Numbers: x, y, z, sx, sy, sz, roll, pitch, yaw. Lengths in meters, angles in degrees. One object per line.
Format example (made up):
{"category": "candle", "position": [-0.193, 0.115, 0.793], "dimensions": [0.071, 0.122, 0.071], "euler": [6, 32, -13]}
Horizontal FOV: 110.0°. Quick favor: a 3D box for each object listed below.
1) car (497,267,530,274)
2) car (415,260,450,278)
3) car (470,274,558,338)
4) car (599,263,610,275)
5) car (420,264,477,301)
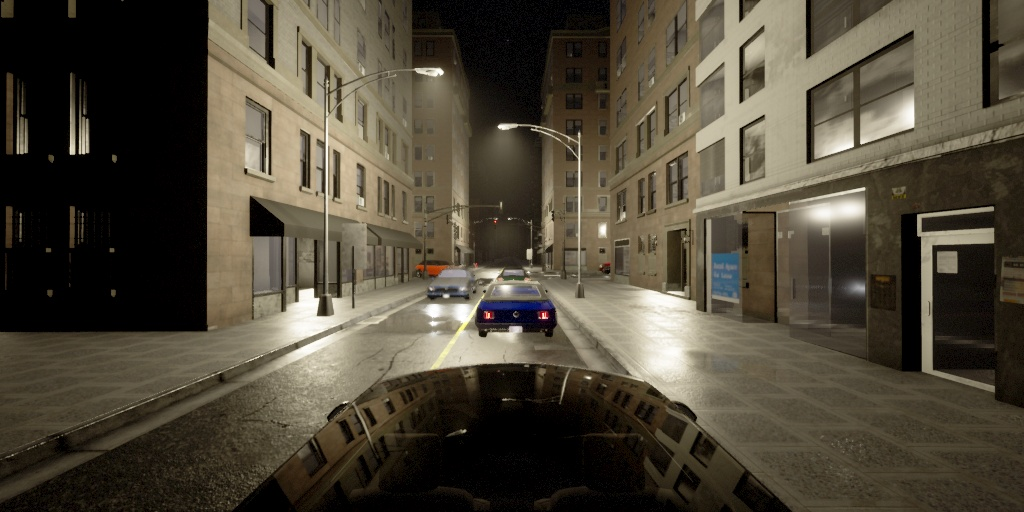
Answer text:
{"category": "car", "position": [0.086, 1.321, 20.115], "dimensions": [1.994, 1.385, 4.181], "euler": [0, 0, 0]}
{"category": "car", "position": [-6.545, 1.115, 32.598], "dimensions": [4.553, 1.767, 2.097], "euler": [0, 0, 26]}
{"category": "car", "position": [0.096, 1.352, 10.226], "dimensions": [1.895, 1.301, 4.718], "euler": [0, 0, 0]}
{"category": "car", "position": [12.060, 1.254, 37.495], "dimensions": [5.008, 1.535, 1.882], "euler": [0, 0, 0]}
{"category": "car", "position": [-2.762, 1.302, 17.714], "dimensions": [2.033, 1.411, 5.357], "euler": [0, 0, 0]}
